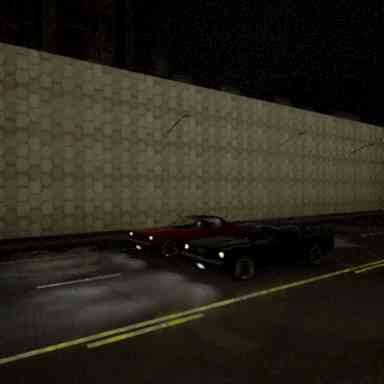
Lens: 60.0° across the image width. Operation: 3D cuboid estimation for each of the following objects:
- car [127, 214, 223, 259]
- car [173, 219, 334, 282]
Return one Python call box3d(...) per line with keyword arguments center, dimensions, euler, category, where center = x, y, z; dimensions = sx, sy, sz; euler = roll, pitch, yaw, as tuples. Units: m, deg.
box3d(center=(-0.007, 1.555, 12.588), dimensions=(4.718, 1.301, 1.895), euler=(0, 0, -36), category="car")
box3d(center=(2.025, 1.555, 9.738), dimensions=(4.718, 1.301, 1.895), euler=(0, 0, -36), category="car")
